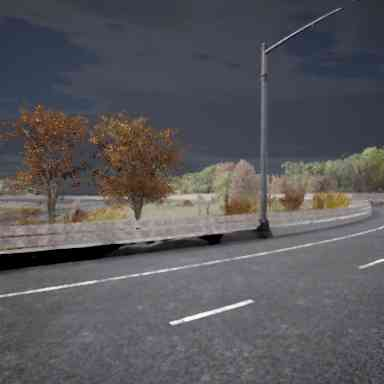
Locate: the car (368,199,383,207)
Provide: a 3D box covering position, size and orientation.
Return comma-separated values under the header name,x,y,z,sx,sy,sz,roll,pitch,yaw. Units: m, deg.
name,x,y,z,sx,sy,sz,roll,pitch,yaw
car,38.066,2.270,69.341,2.128,1.511,4.902,0,-1,10
